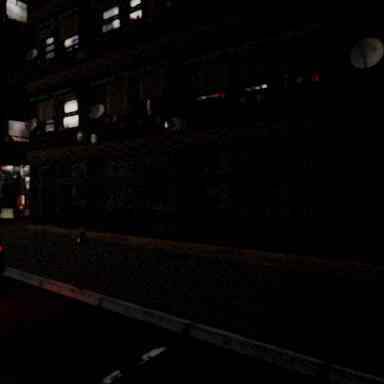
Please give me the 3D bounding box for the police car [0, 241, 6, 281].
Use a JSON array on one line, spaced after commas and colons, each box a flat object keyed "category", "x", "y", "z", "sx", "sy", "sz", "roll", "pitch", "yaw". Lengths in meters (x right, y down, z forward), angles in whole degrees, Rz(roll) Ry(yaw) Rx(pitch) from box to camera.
[{"category": "police car", "x": -6.338, "y": 1.246, "z": 7.692, "sx": 5.238, "sy": 1.638, "sz": 1.930, "roll": 1, "pitch": 1, "yaw": 35}]
